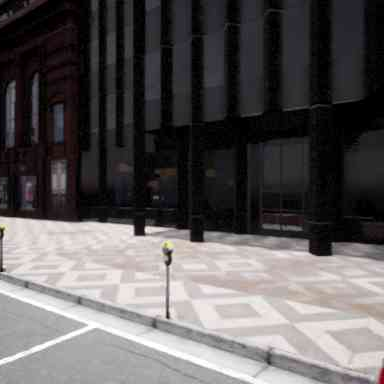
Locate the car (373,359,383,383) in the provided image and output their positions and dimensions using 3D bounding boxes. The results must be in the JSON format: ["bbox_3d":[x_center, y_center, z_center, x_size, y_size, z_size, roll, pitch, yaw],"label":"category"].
[{"bbox_3d":[3.117,1.312,0.736,5.009,1.841,2.192,0,0,36],"label":"car"}]
